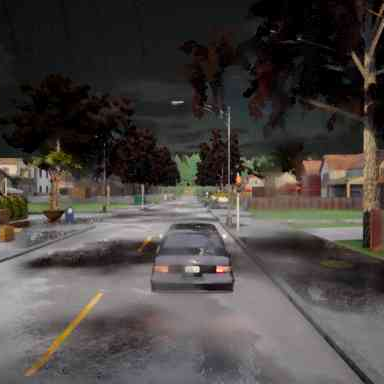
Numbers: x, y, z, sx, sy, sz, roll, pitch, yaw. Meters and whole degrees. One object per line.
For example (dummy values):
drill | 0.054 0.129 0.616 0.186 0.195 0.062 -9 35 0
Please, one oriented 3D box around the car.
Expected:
car | 0.017 1.547 8.962 2.033 1.411 5.357 0 0 0
